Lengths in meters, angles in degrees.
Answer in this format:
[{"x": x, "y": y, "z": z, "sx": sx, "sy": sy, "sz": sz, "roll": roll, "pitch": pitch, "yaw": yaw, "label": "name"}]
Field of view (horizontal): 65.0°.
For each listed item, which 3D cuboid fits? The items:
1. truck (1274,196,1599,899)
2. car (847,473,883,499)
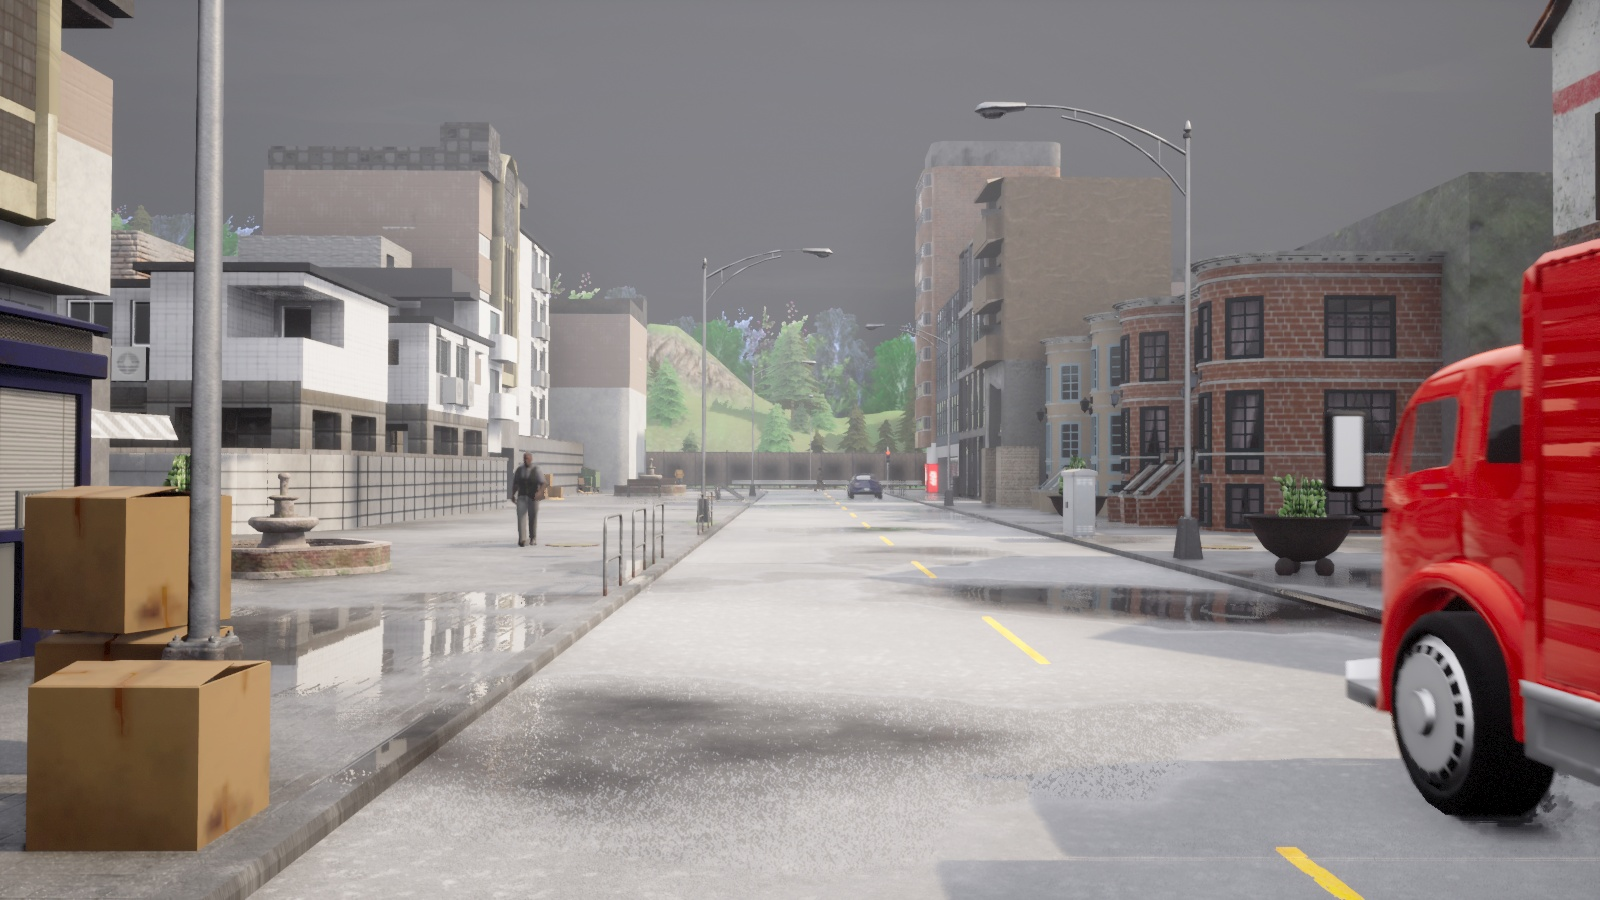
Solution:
[{"x": 3.982, "y": 0.386, "z": 4.411, "sx": 2.627, "sy": 2.467, "sz": 5.204, "roll": 0, "pitch": -1, "yaw": 0, "label": "truck"}, {"x": 3.763, "y": 2.049, "z": 73.068, "sx": 1.812, "sy": 1.442, "sz": 4.674, "roll": 0, "pitch": -1, "yaw": 0, "label": "car"}]
